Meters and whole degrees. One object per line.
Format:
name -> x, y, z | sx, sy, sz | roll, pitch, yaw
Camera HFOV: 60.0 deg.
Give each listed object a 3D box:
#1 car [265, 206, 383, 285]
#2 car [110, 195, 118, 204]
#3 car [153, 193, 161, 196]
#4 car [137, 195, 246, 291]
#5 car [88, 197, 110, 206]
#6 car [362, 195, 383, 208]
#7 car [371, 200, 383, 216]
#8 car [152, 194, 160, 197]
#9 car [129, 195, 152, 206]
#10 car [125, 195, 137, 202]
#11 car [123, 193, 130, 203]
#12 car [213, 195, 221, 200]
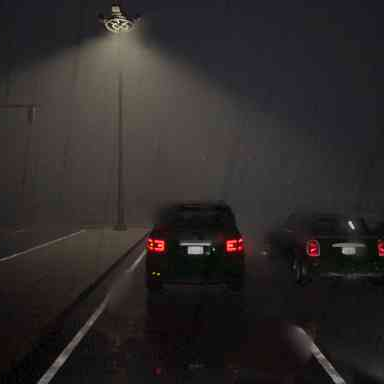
car -> 3.571, 1.352, 9.684 | 2.097, 1.767, 4.553 | 0, 0, 0
car -> -15.108, 1.599, 62.040 | 1.895, 1.301, 4.718 | 0, 0, 0
car -> -8.065, 1.224, 75.934 | 2.150, 2.045, 5.566 | 0, 0, 0
car -> 0.072, 1.221, 9.116 | 2.150, 2.045, 5.566 | 0, 0, 0
car -> -15.135, 1.563, 53.287 | 1.994, 1.385, 4.181 | 0, 0, 0
car -> 7.070, 1.221, 8.809 | 2.150, 2.045, 5.566 | 0, 0, 0
car -> 20.723, 1.547, 32.588 | 5.357, 1.411, 2.033 | 0, 0, 1
car -> -8.096, 1.546, 64.994 | 2.033, 1.411, 5.357 | 0, 0, 0
car -> -8.138, 1.490, 53.230 | 2.128, 1.511, 4.902 | 0, 0, 0
car -> -15.061, 1.523, 82.036 | 2.128, 1.511, 4.902 | 0, 0, 0
car -> -15.062, 1.224, 71.936 | 2.150, 2.045, 5.566 | 0, 0, 0
car -> 7.164, 1.551, 95.117 | 1.994, 1.385, 4.181 | 0, 0, 1
